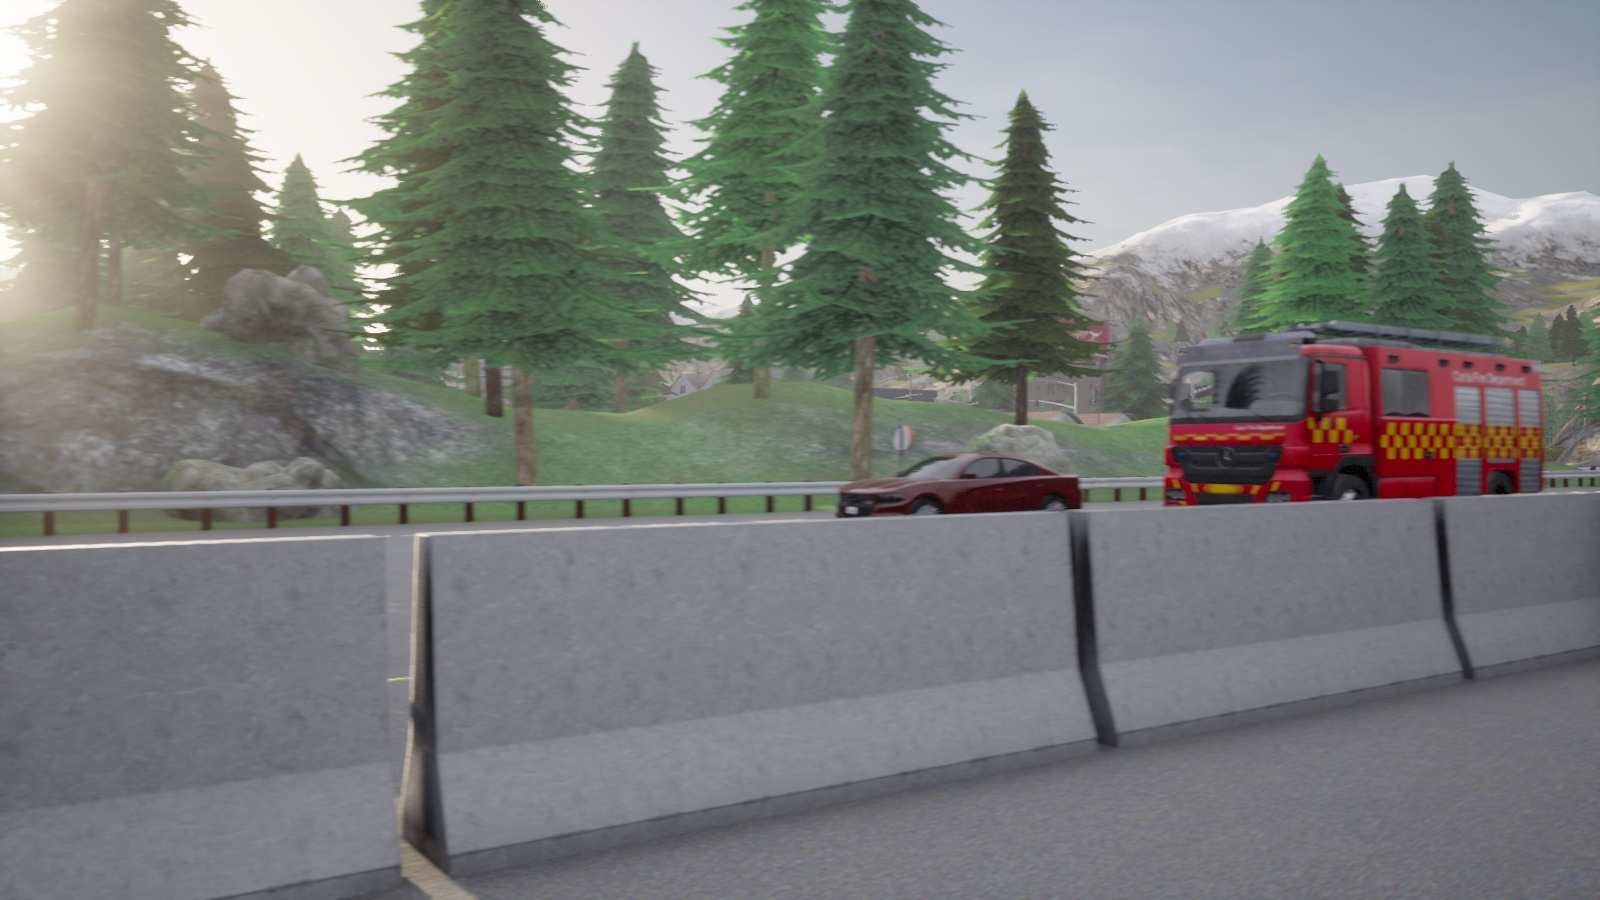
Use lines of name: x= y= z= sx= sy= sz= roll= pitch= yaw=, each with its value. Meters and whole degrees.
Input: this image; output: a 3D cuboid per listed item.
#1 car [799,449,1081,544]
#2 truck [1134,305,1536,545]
car: x=2.584 y=0.760 z=22.509 sx=5.008 sy=1.535 sz=1.882 roll=0 pitch=0 yaw=-35
truck: x=10.243 y=-0.400 z=23.578 sx=8.468 sy=3.827 sz=2.891 roll=0 pitch=0 yaw=-35
